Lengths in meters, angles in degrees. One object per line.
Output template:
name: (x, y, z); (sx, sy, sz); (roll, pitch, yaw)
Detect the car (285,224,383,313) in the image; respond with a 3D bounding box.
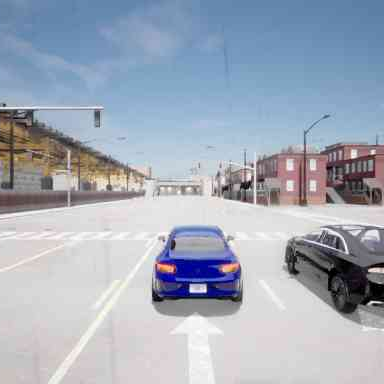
car: (3.609, 1.492, 7.650); (2.128, 1.511, 4.902); (0, 0, -1)

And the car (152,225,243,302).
car: (0.106, 1.526, 8.142); (1.812, 1.442, 4.674); (0, 0, 0)
